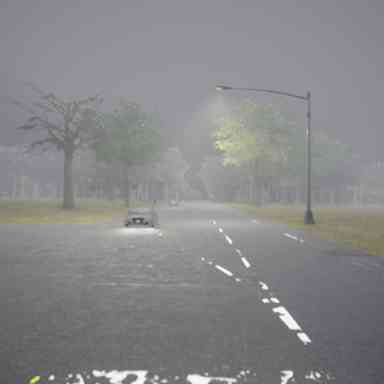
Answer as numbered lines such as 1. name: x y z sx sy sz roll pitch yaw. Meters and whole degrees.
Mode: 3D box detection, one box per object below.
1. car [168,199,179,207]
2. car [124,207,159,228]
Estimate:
1. car: -3.474 2.094 62.350 2.128 1.511 4.902 0 -1 0
2. car: -3.454 1.721 23.348 1.994 1.385 4.181 1 -1 0
